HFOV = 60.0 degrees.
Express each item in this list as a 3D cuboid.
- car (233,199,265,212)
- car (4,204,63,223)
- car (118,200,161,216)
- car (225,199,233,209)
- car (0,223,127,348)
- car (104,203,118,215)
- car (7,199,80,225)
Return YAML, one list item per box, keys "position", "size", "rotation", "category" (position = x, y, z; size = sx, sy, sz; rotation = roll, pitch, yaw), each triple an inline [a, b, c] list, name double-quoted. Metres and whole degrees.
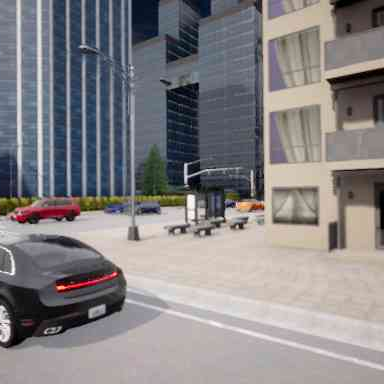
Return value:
- position: [7.677, 1.647, 43.159]
  size: [2.097, 1.767, 4.553]
  rotation: [-1, 0, 36]
  category: "car"
- position: [-14.624, 1.938, 30.950]
  size: [1.812, 1.442, 4.674]
  rotation: [-1, 0, 37]
  category: "car"
- position: [-5.546, 1.729, 37.358]
  size: [2.097, 1.767, 4.553]
  rotation: [-1, -1, 37]
  category: "car"
- position: [4.705, 1.794, 51.084]
  size: [2.097, 1.767, 4.553]
  rotation: [-1, -1, 36]
  category: "car"
- position: [-3.378, 1.581, 6.471]
  size: [4.892, 1.490, 1.837]
  rotation: [-1, -1, 37]
  category: "car"
- position: [-8.201, 1.893, 39.654]
  size: [1.882, 1.535, 5.008]
  rotation: [-1, -1, 37]
  category: "car"
- position: [-12.245, 1.593, 28.302]
  size: [2.150, 2.045, 5.566]
  rotation: [-1, -1, 36]
  category: "car"
